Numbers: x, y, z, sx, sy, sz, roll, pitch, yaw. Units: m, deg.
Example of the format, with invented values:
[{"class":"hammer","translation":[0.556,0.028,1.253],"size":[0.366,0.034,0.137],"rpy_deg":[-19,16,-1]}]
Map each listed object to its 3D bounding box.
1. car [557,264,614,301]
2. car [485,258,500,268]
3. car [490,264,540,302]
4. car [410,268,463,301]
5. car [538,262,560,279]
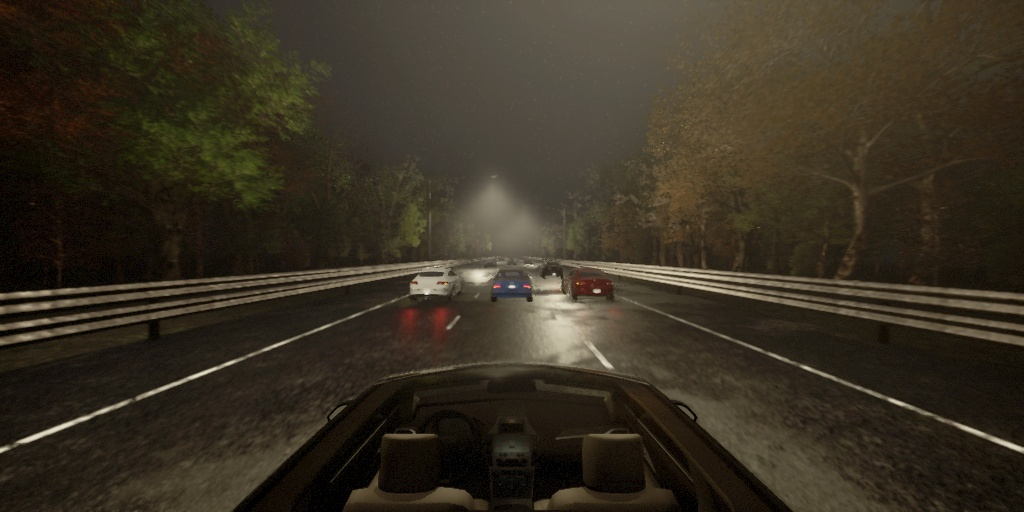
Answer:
[{"class":"car","translation":[3.496,1.271,17.065],"size":[1.812,1.442,4.674],"rpy_deg":[0,0,0]},{"class":"car","translation":[-3.515,1.250,60.351],"size":[2.033,1.411,5.357],"rpy_deg":[0,0,0]},{"class":"car","translation":[-0.005,1.293,17.063],"size":[2.033,1.411,5.357],"rpy_deg":[0,0,0]},{"class":"car","translation":[-3.503,1.271,17.065],"size":[1.812,1.442,4.674],"rpy_deg":[0,0,0]},{"class":"car","translation":[3.492,1.241,32.133],"size":[1.837,1.490,4.892],"rpy_deg":[0,0,0]}]
